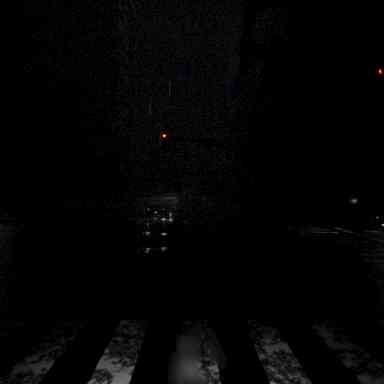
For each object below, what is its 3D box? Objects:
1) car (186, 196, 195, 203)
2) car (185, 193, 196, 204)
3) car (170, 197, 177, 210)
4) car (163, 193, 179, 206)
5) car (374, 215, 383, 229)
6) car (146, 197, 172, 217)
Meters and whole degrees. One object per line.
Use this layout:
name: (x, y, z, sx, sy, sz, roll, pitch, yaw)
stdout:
car: (-0.242, 1.584, 73.075, 1.895, 1.301, 4.718, 0, 0, 0)
car: (-0.120, 1.481, 62.457, 2.128, 1.511, 4.902, 0, 0, 0)
car: (-3.262, 1.592, 41.610, 1.895, 1.301, 4.718, 0, 0, 0)
car: (-3.286, 1.211, 52.201, 2.150, 2.045, 5.566, 0, 0, 0)
car: (13.487, 1.653, 19.654, 4.718, 1.301, 1.895, 0, 1, 0)
car: (-3.221, 1.518, 31.650, 1.812, 1.442, 4.674, 0, 0, -1)
